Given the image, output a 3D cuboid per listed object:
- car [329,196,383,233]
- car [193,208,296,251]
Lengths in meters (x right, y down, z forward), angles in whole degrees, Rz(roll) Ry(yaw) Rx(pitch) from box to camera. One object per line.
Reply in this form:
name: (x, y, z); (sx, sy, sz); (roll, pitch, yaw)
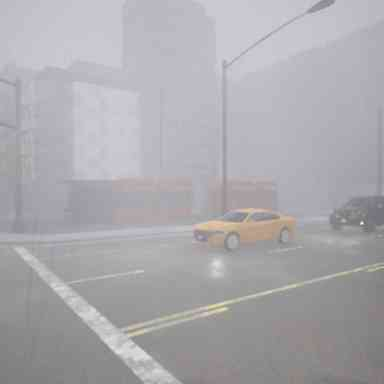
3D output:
car: (10.675, 1.267, 20.204); (5.566, 2.045, 2.150); (1, 0, -36)
car: (2.340, 1.470, 14.255); (5.008, 1.535, 1.882); (0, 0, -35)
